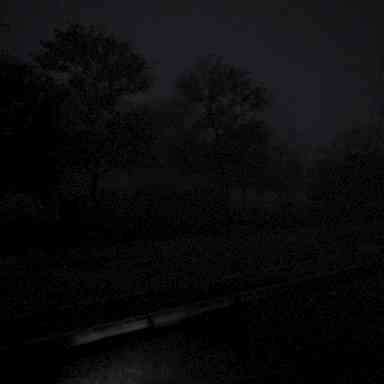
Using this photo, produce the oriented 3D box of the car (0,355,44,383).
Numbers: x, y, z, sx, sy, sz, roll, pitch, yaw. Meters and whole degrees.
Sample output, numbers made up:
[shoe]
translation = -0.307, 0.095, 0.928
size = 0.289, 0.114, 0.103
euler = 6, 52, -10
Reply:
[car]
translation = -3.051, 1.510, 1.275
size = 4.674, 1.442, 1.812
euler = 0, 0, -36
